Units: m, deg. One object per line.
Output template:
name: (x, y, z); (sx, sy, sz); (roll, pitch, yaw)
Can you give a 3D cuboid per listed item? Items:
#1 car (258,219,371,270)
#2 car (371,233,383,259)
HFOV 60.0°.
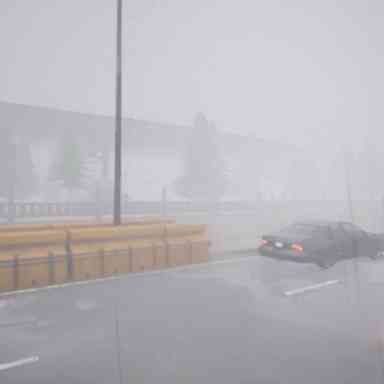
car: (4.671, 1.660, 11.479); (5.357, 1.411, 2.033); (1, 0, -35)
car: (7.537, 1.346, 9.215); (5.566, 2.045, 2.150); (0, 0, -35)
